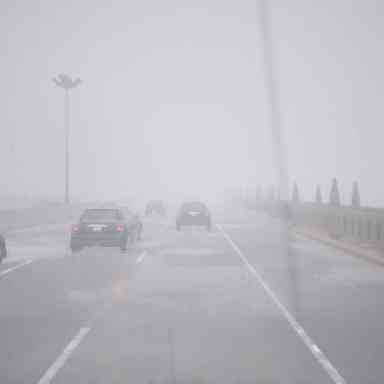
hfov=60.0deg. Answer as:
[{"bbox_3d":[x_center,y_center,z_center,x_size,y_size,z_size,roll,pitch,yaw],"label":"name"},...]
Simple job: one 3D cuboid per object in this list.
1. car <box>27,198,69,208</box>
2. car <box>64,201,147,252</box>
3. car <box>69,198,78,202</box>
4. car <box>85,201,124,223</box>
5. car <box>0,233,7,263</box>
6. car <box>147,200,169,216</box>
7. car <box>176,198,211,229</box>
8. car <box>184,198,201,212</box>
[{"bbox_3d":[-14.072,1.494,31.894,2.128,1.511,4.902,0,0,0],"label":"car"},{"bbox_3d":[-3.400,1.353,14.044,2.097,1.767,4.553,0,0,0],"label":"car"},{"bbox_3d":[-17.517,1.528,47.330,1.812,1.442,4.674,0,0,0],"label":"car"},{"bbox_3d":[-6.899,1.506,26.748,1.837,1.490,4.892,0,0,0],"label":"car"},{"bbox_3d":[-6.901,1.353,8.674,2.097,1.767,4.553,0,0,0],"label":"car"},{"bbox_3d":[-3.399,1.506,32.189,1.837,1.490,4.892,0,0,0],"label":"car"},{"bbox_3d":[0.100,1.353,21.517,2.097,1.767,4.553,0,0,0],"label":"car"},{"bbox_3d":[0.088,1.479,39.445,1.882,1.535,5.008,0,0,0],"label":"car"}]
